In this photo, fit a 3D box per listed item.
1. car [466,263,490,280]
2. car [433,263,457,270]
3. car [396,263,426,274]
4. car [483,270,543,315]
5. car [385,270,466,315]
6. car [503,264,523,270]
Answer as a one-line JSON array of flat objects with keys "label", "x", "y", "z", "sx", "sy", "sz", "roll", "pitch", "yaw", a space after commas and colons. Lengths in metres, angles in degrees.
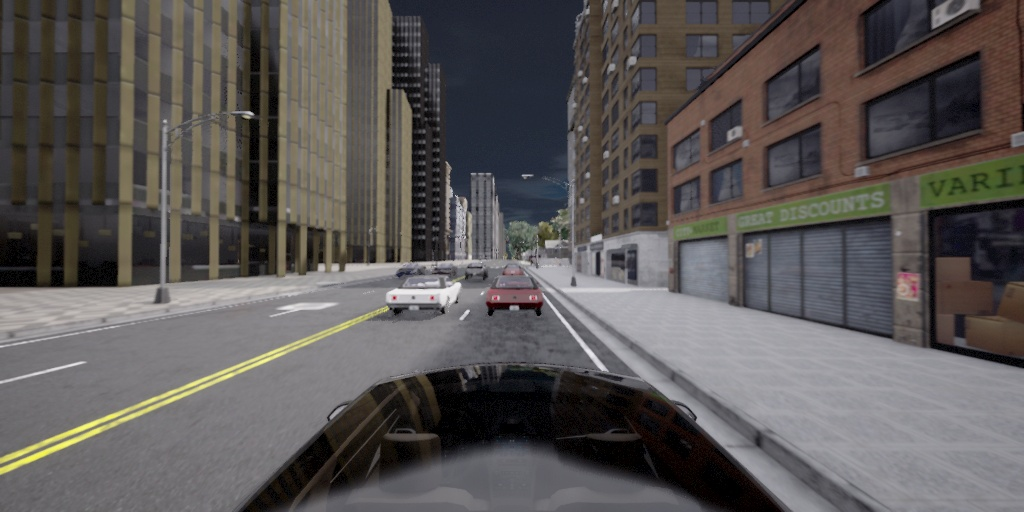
[{"label": "car", "x": -3.163, "y": 1.352, "z": 32.978, "sx": 2.128, "sy": 1.511, "sz": 4.902, "roll": 0, "pitch": 0, "yaw": 0}, {"label": "car", "x": -6.609, "y": 1.416, "z": 35.717, "sx": 2.033, "sy": 1.411, "sz": 5.357, "roll": 0, "pitch": 0, "yaw": 0}, {"label": "car", "x": -9.859, "y": 1.416, "z": 35.518, "sx": 2.033, "sy": 1.411, "sz": 5.357, "roll": 0, "pitch": 0, "yaw": 0}, {"label": "car", "x": 0.089, "y": 1.396, "z": 13.799, "sx": 1.895, "sy": 1.301, "sz": 4.718, "roll": 0, "pitch": 0, "yaw": 0}, {"label": "car", "x": -3.161, "y": 1.396, "z": 13.813, "sx": 1.895, "sy": 1.301, "sz": 4.718, "roll": 0, "pitch": 0, "yaw": 0}, {"label": "car", "x": 0.088, "y": 1.430, "z": 34.622, "sx": 1.994, "sy": 1.385, "sz": 4.181, "roll": 0, "pitch": 0, "yaw": 0}]
